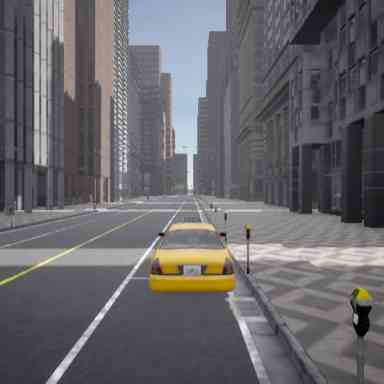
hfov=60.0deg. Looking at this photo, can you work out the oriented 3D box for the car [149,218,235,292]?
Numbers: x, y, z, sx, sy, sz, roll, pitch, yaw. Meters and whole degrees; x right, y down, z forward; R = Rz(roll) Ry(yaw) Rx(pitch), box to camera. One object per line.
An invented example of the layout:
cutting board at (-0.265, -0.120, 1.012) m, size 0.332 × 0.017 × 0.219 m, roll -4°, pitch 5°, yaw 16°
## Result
car at (0.005, 1.447, 8.840) m, size 1.801 × 1.575 × 5.366 m, roll 0°, pitch 0°, yaw 0°
